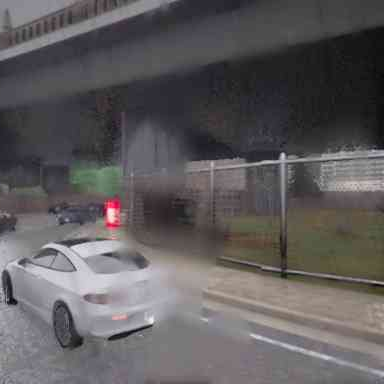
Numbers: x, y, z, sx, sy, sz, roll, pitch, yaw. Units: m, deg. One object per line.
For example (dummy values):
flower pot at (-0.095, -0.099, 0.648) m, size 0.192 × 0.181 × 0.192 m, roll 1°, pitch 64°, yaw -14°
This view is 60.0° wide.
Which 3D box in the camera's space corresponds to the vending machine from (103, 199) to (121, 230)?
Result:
vending machine at (-5.652, 1.561, 23.508) m, size 1.100 × 2.100 × 0.880 m, roll 0°, pitch -1°, yaw -4°

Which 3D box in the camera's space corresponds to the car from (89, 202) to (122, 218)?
car at (-10.165, 1.942, 37.856) m, size 2.097 × 1.767 × 4.553 m, roll 0°, pitch -1°, yaw 21°

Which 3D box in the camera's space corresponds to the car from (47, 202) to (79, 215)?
car at (-16.109, 2.023, 42.325) m, size 2.097 × 1.767 × 4.553 m, roll 0°, pitch -1°, yaw 25°

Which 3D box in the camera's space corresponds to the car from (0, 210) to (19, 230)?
car at (-12.384, 1.847, 20.669) m, size 1.837 × 1.490 × 4.892 m, roll -1°, pitch 0°, yaw -10°

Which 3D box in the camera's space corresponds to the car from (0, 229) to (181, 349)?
car at (-2.165, 1.630, 6.482) m, size 1.812 × 1.442 × 4.674 m, roll 0°, pitch -1°, yaw -44°

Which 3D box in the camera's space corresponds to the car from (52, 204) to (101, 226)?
car at (-9.264, 1.955, 27.206) m, size 1.812 × 1.442 × 4.674 m, roll 0°, pitch -1°, yaw 2°

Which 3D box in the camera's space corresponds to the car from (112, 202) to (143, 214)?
car at (-9.274, 2.265, 48.010) m, size 1.812 × 1.442 × 4.674 m, roll -1°, pitch -1°, yaw 30°
